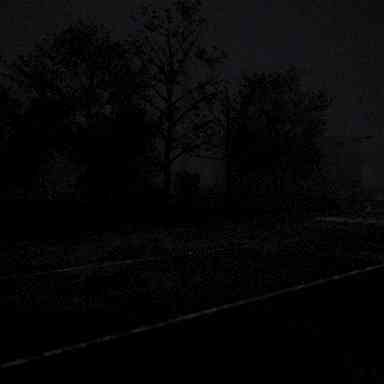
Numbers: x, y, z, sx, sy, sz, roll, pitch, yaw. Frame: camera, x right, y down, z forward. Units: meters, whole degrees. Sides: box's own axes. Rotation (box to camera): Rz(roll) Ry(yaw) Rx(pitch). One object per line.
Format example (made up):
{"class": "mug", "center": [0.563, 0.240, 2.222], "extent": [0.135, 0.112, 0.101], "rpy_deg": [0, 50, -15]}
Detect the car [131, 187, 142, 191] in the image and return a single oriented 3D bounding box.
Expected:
{"class": "car", "center": [-13.041, -0.009, 78.485], "extent": [2.435, 2.045, 5.566], "rpy_deg": [0, 2, 18]}

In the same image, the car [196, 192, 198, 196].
{"class": "car", "center": [1.194, -0.124, 67.783], "extent": [2.435, 2.045, 5.566], "rpy_deg": [-2, 2, 16]}

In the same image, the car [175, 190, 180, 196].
{"class": "car", "center": [-1.201, 0.046, 69.496], "extent": [2.185, 1.767, 4.553], "rpy_deg": [-2, 2, 16]}

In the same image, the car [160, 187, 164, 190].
{"class": "car", "center": [-5.949, -0.022, 73.119], "extent": [2.435, 2.045, 5.566], "rpy_deg": [-2, 2, 17]}

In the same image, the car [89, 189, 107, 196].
{"class": "car", "center": [-24.679, 0.089, 87.748], "extent": [2.097, 1.535, 5.008], "rpy_deg": [0, 3, 19]}

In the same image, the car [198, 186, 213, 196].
{"class": "car", "center": [3.582, -0.165, 65.964], "extent": [2.435, 2.045, 5.566], "rpy_deg": [-1, 2, 16]}

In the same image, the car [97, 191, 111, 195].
{"class": "car", "center": [-22.427, 0.131, 85.705], "extent": [1.946, 1.575, 5.366], "rpy_deg": [0, 3, 19]}

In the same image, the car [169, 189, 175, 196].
{"class": "car", "center": [-3.612, 0.209, 71.125], "extent": [1.946, 1.575, 5.366], "rpy_deg": [-1, 2, 17]}
